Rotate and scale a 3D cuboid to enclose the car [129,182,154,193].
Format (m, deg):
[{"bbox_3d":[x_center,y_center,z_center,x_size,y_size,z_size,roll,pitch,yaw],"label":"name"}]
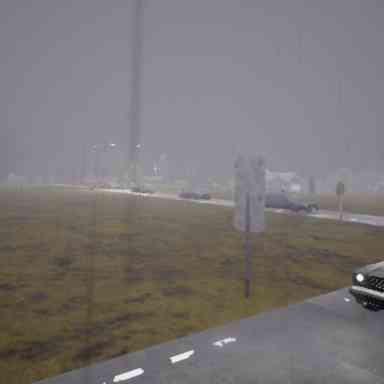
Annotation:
[{"bbox_3d":[-8.192,-0.736,53.587,2.128,1.511,4.902,1,2,-35],"label":"car"}]

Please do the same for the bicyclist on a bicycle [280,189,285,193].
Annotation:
[{"bbox_3d":[9.227,0.516,33.979,1.656,1.620,0.582,0,2,-35],"label":"bicyclist on a bicycle"}]

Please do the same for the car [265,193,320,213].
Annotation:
[{"bbox_3d":[7.320,0.781,26.262,2.033,1.411,5.357,1,2,-35],"label":"car"}]

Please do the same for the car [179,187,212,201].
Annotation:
[{"bbox_3d":[0.347,0.199,36.241,1.994,1.385,4.181,1,2,-35],"label":"car"}]

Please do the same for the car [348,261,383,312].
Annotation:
[{"bbox_3d":[5.175,1.618,6.514,4.718,1.301,1.895,0,0,-34],"label":"car"}]

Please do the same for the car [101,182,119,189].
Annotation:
[{"bbox_3d":[-15.985,-1.295,64.735,2.033,1.411,5.357,1,2,-35],"label":"car"}]

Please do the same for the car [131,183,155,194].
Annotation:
[{"bbox_3d":[-6.942,-0.478,46.701,1.837,1.490,4.892,1,4,-35],"label":"car"}]
